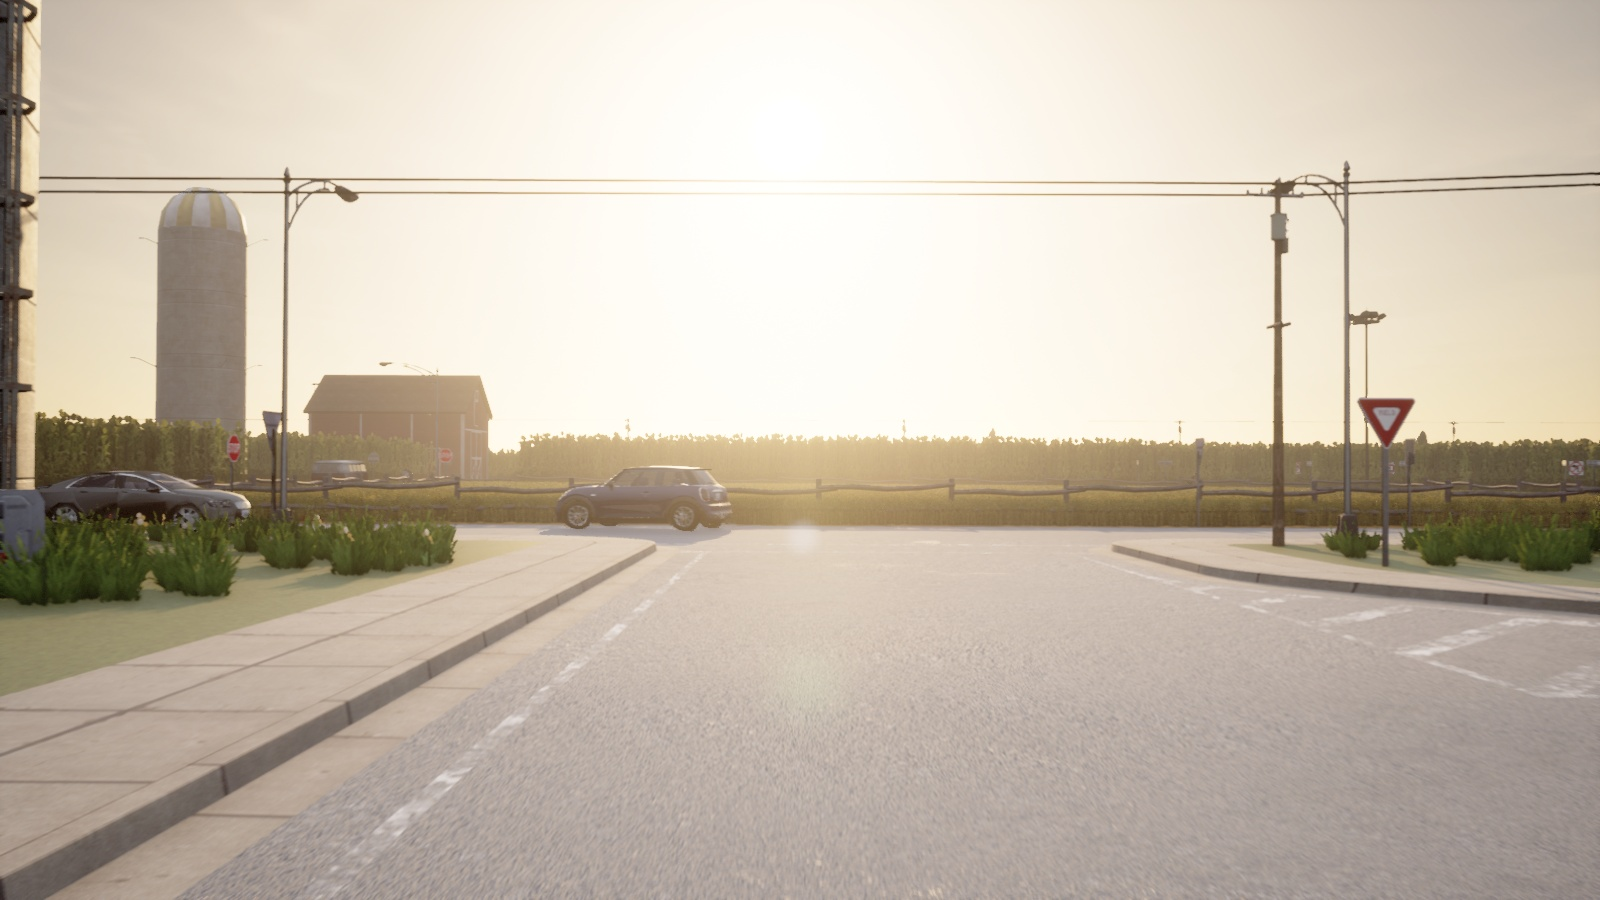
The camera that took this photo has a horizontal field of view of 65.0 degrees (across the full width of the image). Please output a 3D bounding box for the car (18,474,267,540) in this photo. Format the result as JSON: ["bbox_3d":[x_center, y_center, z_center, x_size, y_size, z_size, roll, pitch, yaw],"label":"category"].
[{"bbox_3d":[-15.712,1.339,30.201,4.902,1.511,2.128,0,-1,2],"label":"car"}]

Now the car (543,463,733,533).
[{"bbox_3d":[-4.274,1.248,33.327,4.553,1.767,2.097,-1,-1,16],"label":"car"}]

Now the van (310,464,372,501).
[{"bbox_3d":[-25.158,1.746,68.983,1.775,1.987,4.442,0,-1,1],"label":"van"}]
